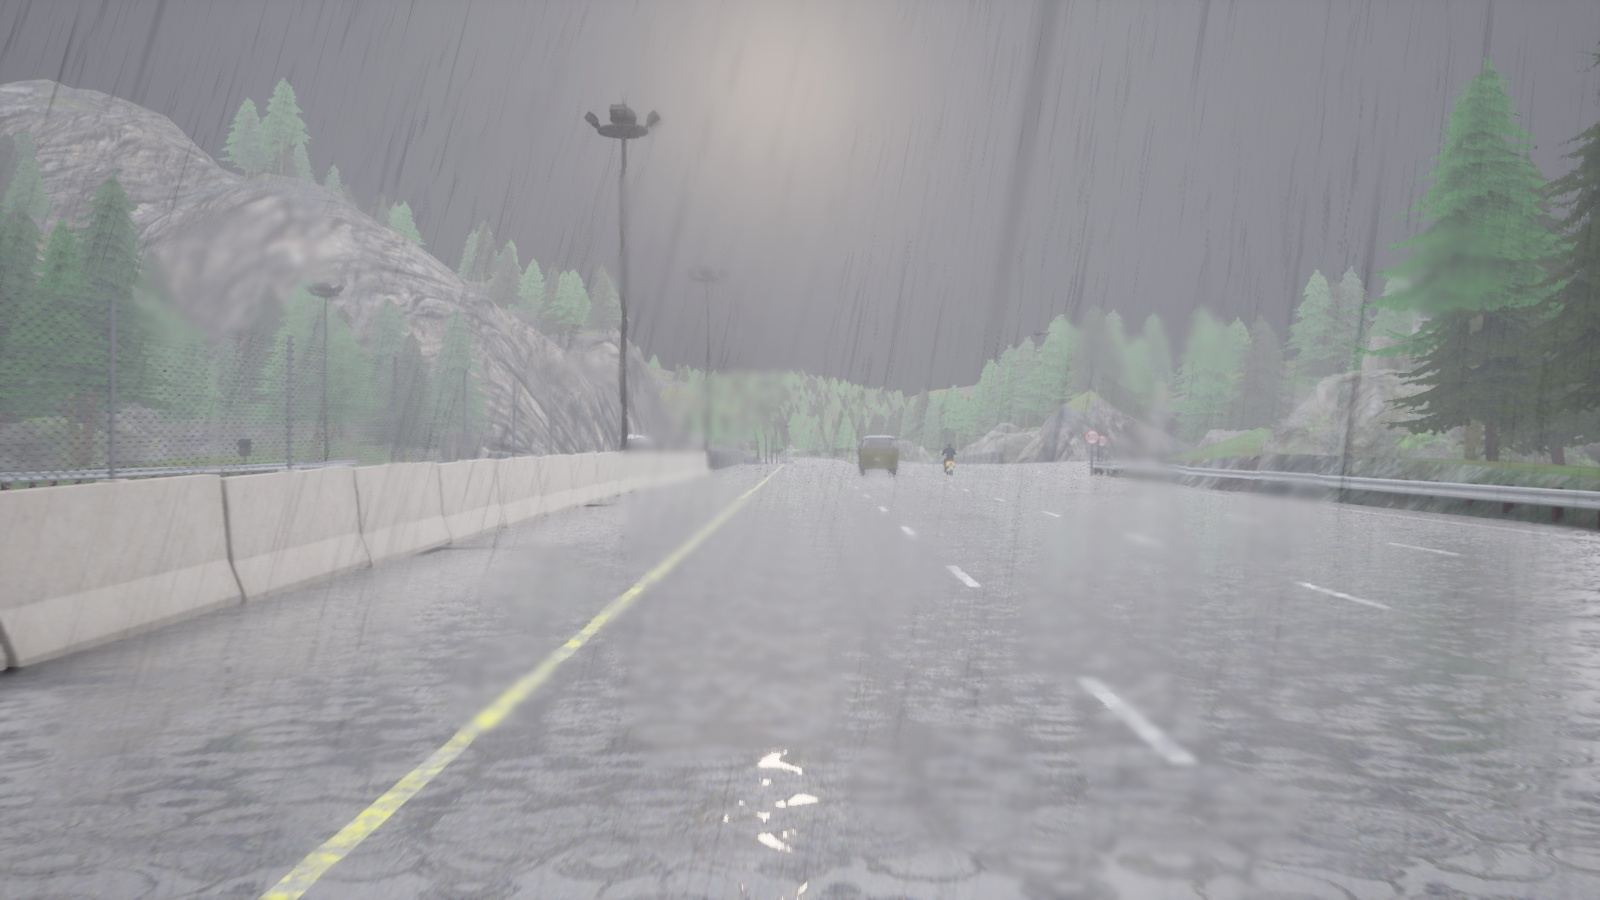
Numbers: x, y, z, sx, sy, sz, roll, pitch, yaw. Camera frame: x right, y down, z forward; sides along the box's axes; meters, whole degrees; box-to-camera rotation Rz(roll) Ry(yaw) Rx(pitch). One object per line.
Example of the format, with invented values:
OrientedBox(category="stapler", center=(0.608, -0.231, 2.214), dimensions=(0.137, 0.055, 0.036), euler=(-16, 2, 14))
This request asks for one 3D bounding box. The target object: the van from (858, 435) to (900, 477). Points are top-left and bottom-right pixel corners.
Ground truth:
OrientedBox(category="van", center=(3.809, 0.260, 61.365), dimensions=(1.775, 1.987, 4.442), euler=(0, 0, 0))
